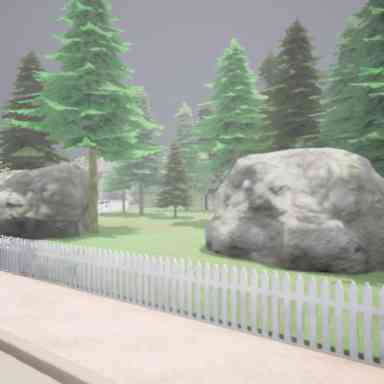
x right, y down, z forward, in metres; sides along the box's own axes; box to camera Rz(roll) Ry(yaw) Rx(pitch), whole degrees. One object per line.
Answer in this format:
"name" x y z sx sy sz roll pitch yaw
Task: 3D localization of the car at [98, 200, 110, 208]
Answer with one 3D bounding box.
"car" -13.985 2.047 52.946 2.128 1.511 4.902 0 -1 -16
